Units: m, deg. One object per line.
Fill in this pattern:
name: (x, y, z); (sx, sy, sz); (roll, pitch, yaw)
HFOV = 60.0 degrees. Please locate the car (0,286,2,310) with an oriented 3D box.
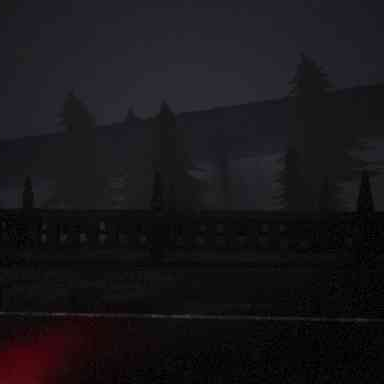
car: (-5.408, 1.511, 4.706); (5.008, 1.535, 1.882); (0, 0, 4)
